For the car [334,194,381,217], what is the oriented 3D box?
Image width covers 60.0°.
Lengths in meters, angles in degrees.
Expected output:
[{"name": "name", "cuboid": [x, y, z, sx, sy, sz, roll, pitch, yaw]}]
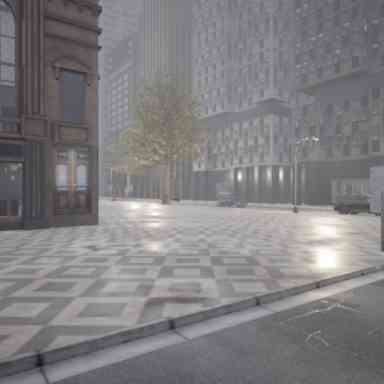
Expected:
[{"name": "car", "cuboid": [15.758, 1.197, 30.233, 2.150, 2.045, 5.566, 0, 0, -36]}]

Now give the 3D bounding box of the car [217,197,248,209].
[{"name": "car", "cuboid": [5.362, 1.451, 44.752, 1.837, 1.490, 4.892, 0, 0, -36]}]
